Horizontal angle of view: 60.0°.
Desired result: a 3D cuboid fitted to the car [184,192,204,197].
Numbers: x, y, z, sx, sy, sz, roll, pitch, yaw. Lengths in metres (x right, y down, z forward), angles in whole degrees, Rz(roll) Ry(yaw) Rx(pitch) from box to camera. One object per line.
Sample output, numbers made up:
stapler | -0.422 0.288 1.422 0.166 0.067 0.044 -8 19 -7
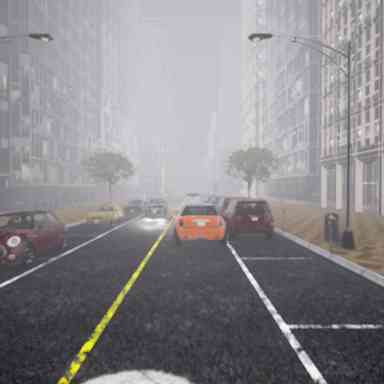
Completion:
car | 0.145 0.991 43.073 2.150 2.045 5.566 0 0 1

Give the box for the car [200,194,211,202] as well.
car | 2.753 1.186 67.793 2.008 1.369 4.403 -1 0 0

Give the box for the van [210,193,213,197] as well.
van | 2.709 1.193 28.007 1.690 1.788 3.998 -1 0 0

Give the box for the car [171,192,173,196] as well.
car | -5.615 1.155 79.170 1.802 1.307 4.206 -1 0 0

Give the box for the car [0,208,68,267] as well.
car | -5.688 1.382 10.965 1.967 1.590 4.097 -1 0 0

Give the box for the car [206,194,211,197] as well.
car | 2.716 1.261 33.691 1.967 1.590 4.097 -1 0 0

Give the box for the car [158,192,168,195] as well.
car | -5.640 1.138 56.434 1.967 1.590 4.097 -1 0 0

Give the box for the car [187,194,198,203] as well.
car | 0.161 1.157 59.839 1.882 1.535 5.008 0 0 0

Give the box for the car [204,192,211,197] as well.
car | 2.728 1.200 45.058 1.967 1.590 4.097 -1 0 0

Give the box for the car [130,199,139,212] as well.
car | -5.663 1.387 33.701 1.947 1.339 4.313 -1 0 0

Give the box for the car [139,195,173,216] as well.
car | -3.067 1.334 29.814 2.128 1.511 4.902 0 0 0

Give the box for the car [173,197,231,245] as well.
car | 0.259 1.271 15.291 2.097 1.767 4.553 0 0 -3

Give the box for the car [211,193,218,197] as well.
car | 2.703 1.197 22.324 2.192 1.841 5.009 -1 0 0

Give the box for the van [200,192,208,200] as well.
van | 2.763 0.914 79.160 1.690 1.788 3.998 -1 0 0

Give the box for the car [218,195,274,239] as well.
car | 2.697 1.227 16.640 2.192 1.841 5.009 -1 0 0

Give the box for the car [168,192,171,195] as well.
car | -5.635 0.982 62.117 2.192 1.841 5.009 -1 0 0

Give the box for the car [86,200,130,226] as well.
car | -5.675 1.408 22.163 1.752 1.417 4.829 -1 0 0

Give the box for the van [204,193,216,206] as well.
van | 2.733 1.070 50.741 1.690 1.788 3.998 -1 0 0

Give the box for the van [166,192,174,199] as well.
van | -5.611 0.882 84.852 1.690 1.788 3.998 -1 0 0
